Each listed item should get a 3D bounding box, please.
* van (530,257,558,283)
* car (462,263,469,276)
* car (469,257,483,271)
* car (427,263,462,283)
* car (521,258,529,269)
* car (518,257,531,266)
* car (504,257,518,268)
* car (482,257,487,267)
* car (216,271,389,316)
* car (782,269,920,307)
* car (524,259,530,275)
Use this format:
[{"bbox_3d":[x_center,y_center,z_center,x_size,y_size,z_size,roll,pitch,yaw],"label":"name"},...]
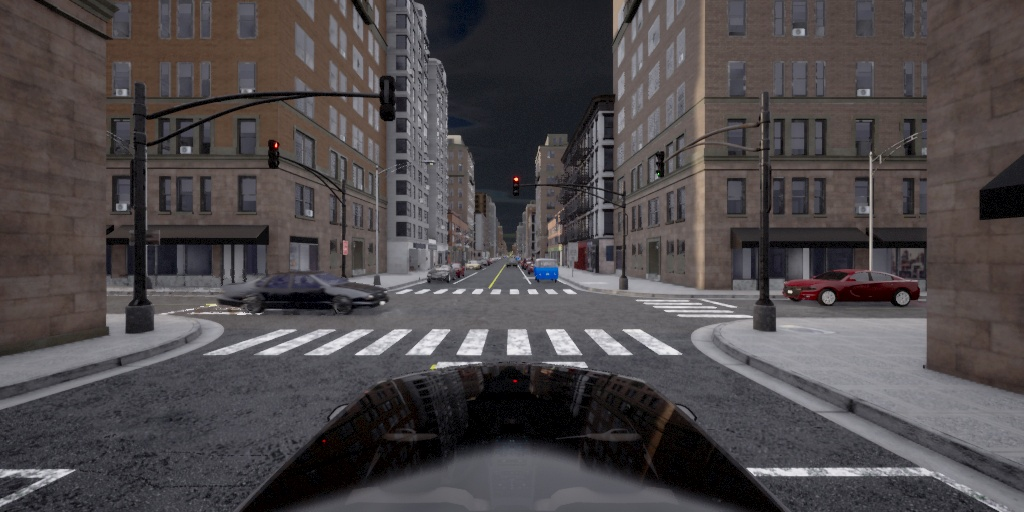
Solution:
[{"bbox_3d":[2.589,1.090,27.956,1.690,1.789,3.998,0,0,0],"label":"van"},{"bbox_3d":[-5.447,1.294,33.614,1.888,1.381,4.507,0,0,0],"label":"car"},{"bbox_3d":[-5.478,1.270,50.490,1.751,1.417,4.829,0,0,0],"label":"car"},{"bbox_3d":[-5.436,1.299,27.932,2.007,1.370,4.403,0,0,0],"label":"car"},{"bbox_3d":[2.547,1.326,50.681,1.802,1.307,4.207,0,0,0],"label":"car"},{"bbox_3d":[2.536,1.055,56.363,2.192,1.841,5.009,0,0,0],"label":"car"},{"bbox_3d":[-0.013,1.338,61.567,1.895,1.301,4.718,0,0,0],"label":"car"},{"bbox_3d":[-5.489,1.306,56.342,1.948,1.339,4.313,0,0,0],"label":"car"},{"bbox_3d":[-7.292,1.266,12.792,5.357,1.411,2.033,0,0,0],"label":"car"},{"bbox_3d":[14.789,1.326,15.820,5.008,1.535,1.882,0,0,1],"label":"car"},{"bbox_3d":[2.568,1.330,39.318,1.802,1.307,4.207,0,0,0],"label":"car"}]
